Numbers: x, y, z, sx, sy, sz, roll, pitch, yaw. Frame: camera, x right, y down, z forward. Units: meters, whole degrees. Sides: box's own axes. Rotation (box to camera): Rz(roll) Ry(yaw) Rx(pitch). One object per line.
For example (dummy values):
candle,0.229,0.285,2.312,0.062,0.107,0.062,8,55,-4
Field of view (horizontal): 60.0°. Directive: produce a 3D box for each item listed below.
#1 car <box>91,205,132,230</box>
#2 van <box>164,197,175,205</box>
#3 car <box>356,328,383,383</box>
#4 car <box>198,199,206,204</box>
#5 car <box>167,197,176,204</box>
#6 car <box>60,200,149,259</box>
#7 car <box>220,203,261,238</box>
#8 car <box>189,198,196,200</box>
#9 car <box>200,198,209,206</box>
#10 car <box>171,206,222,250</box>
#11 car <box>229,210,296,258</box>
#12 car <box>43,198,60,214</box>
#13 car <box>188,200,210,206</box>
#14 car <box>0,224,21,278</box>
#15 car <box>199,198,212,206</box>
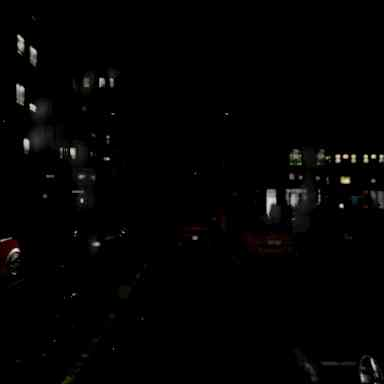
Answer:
car,-5.665,1.748,23.933,1.752,1.417,4.829,0,-1,0
van,-5.606,2.135,79.145,1.690,1.788,3.998,0,-1,0
car,2.692,1.585,1.935,1.947,1.339,4.313,0,-1,0
car,2.787,2.475,90.524,2.008,1.369,4.403,0,-1,0
car,-5.594,2.239,90.538,2.192,1.841,5.009,0,-1,0
car,-3.083,1.347,13.474,2.150,2.045,5.566,0,-1,0
car,2.711,1.489,18.556,2.192,1.841,5.009,0,-1,0
car,0.097,2.439,88.393,1.994,1.385,4.181,0,-1,0
car,2.769,2.171,73.436,1.967,1.590,4.097,0,-1,0
car,0.118,1.620,15.151,1.882,1.535,5.008,0,-1,0
car,2.705,1.649,13.184,1.752,1.417,4.829,0,-1,0
car,-17.231,1.620,38.351,5.009,1.841,2.192,0,-1,0
car,0.432,1.771,31.463,1.882,1.535,5.008,0,-1,4
car,-5.682,1.511,7.485,1.967,1.590,4.097,0,-1,0
car,2.757,2.158,62.042,2.008,1.369,4.403,0,-1,0
